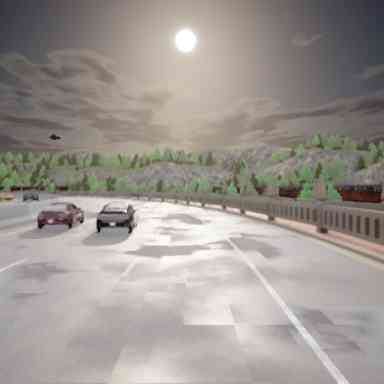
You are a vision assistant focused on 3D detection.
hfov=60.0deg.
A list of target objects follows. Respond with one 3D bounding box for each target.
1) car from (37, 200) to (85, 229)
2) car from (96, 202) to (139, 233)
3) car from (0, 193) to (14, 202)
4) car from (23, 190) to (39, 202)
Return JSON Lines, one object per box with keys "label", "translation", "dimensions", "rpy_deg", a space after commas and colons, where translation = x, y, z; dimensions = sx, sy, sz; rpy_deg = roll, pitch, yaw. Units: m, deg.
{"label": "car", "translation": [-7.679, 1.325, 19.739], "dimensions": [1.812, 1.442, 4.674], "rpy_deg": [0, 1, -6]}
{"label": "car", "translation": [-4.024, 1.304, 18.359], "dimensions": [2.128, 1.511, 4.902], "rpy_deg": [0, 1, -5]}
{"label": "car", "translation": [-32.632, 0.885, 58.622], "dimensions": [1.882, 1.535, 5.008], "rpy_deg": [0, 1, -33]}
{"label": "car", "translation": [-27.962, 0.638, 57.758], "dimensions": [2.150, 2.045, 5.566], "rpy_deg": [0, 1, -30]}
